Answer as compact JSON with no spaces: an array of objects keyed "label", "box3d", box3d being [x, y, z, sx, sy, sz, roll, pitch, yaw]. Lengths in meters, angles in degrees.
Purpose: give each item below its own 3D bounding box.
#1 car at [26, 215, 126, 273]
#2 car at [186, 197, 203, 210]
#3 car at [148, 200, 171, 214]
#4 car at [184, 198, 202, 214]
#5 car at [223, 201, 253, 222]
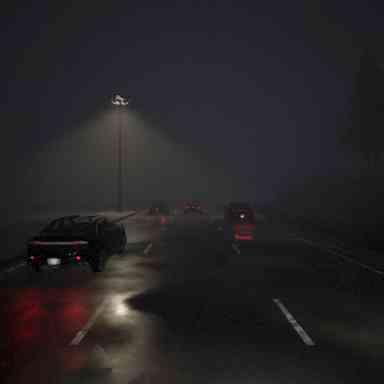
[{"label":"car","box3d":[-3.398,1.491,10.618,2.128,1.511,4.902,0,0,0]},{"label":"car","box3d":[0.374,1.491,44.579,2.128,1.511,4.902,0,0,3]},{"label":"car","box3d":[-3.388,1.526,34.763,1.812,1.442,4.674,0,0,0]},{"label":"car","box3d":[0.115,1.547,34.830,2.033,1.411,5.357,0,0,0]},{"label":"car","box3d":[3.606,1.503,26.216,1.837,1.490,4.892,0,0,0]}]
